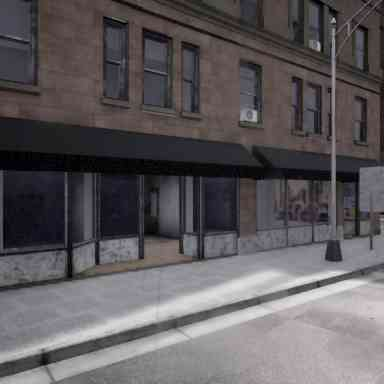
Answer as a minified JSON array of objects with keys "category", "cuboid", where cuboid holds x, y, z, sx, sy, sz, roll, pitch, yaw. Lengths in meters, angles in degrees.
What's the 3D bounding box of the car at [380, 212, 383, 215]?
[{"category":"car","cuboid":[15.884,1.146,28.139,2.097,1.767,4.553,0,1,-36]}]
